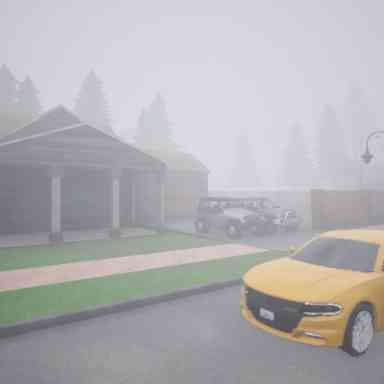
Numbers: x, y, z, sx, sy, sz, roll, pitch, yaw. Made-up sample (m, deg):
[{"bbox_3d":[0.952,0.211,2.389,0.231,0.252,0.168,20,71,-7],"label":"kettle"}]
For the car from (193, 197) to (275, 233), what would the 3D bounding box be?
[{"bbox_3d":[1.740,1.176,16.142,1.905,1.878,3.866,0,0,-36],"label":"car"}]

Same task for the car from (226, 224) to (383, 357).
[{"bbox_3d":[3.103,1.477,6.220,5.008,1.535,1.882,0,0,-36],"label":"car"}]

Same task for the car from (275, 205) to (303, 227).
[{"bbox_3d":[3.549,1.174,17.931,1.932,1.855,4.605,0,0,-36],"label":"car"}]
